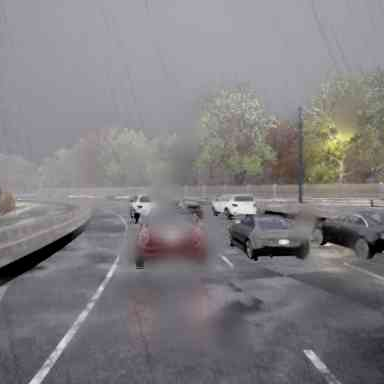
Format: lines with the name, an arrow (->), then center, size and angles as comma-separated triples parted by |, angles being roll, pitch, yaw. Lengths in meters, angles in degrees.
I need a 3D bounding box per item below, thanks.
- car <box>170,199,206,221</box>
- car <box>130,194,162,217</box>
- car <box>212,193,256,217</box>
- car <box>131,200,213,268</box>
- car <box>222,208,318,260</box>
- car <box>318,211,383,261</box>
car -> -0.473, 1.429, 27.822 | 1.837, 1.490, 4.892 | 0, 1, -15
car -> -3.545, 1.163, 25.905 | 2.150, 2.045, 5.566 | 0, 0, -15
car -> 3.321, 1.133, 27.306 | 2.150, 2.045, 5.566 | 0, 0, -15
car -> -0.784, 1.322, 11.438 | 2.097, 1.767, 4.553 | 0, 0, -6
car -> 2.633, 1.519, 12.329 | 1.994, 1.385, 4.181 | 0, 0, -7
car -> 6.182, 1.433, 12.137 | 2.128, 1.511, 4.902 | 0, 0, -6
